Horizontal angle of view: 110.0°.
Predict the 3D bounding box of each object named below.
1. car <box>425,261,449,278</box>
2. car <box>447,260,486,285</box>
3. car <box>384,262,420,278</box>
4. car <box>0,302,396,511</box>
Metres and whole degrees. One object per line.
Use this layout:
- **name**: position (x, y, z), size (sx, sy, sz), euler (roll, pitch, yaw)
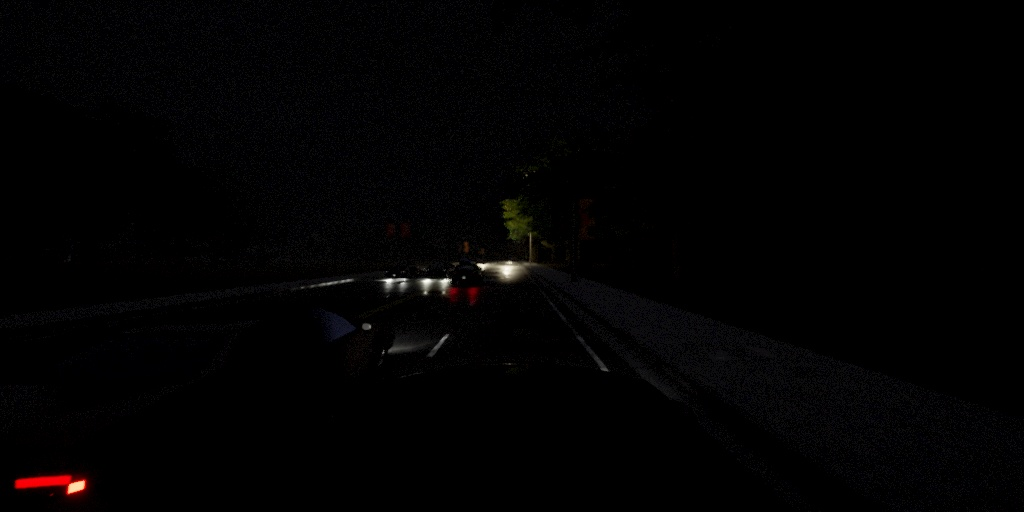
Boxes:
- **car**: position (-6.578, 1.161, 32.972), size (1.882, 1.535, 5.008), euler (0, 0, 0)
- **car**: position (-3.151, 1.220, 25.700), size (1.812, 1.442, 4.674), euler (0, 0, 0)
- **car**: position (-9.832, 1.231, 32.620), size (2.033, 1.411, 5.357), euler (0, 0, 0)
- **car**: position (-3.146, 1.289, 4.433), size (2.033, 1.411, 5.357), euler (0, 0, 0)
